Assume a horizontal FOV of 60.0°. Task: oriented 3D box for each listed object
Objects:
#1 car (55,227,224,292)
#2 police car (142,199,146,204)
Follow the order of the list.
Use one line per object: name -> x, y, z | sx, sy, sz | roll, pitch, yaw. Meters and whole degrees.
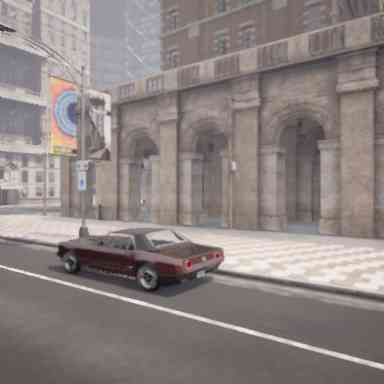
car -> -1.606, 1.610, 9.002 | 4.718, 1.301, 1.895 | 0, 0, 35
police car -> -7.604, 1.523, 64.347 | 1.930, 1.638, 5.238 | 0, 0, 36
